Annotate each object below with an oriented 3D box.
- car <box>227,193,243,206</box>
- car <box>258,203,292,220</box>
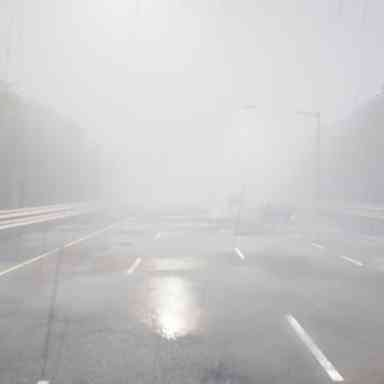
[{"bbox_3d":[6.999,1.258,54.171,2.150,2.045,5.566,0,0,0],"label":"car"},{"bbox_3d":[6.995,1.603,28.518,1.895,1.301,4.718,0,0,0],"label":"car"}]
